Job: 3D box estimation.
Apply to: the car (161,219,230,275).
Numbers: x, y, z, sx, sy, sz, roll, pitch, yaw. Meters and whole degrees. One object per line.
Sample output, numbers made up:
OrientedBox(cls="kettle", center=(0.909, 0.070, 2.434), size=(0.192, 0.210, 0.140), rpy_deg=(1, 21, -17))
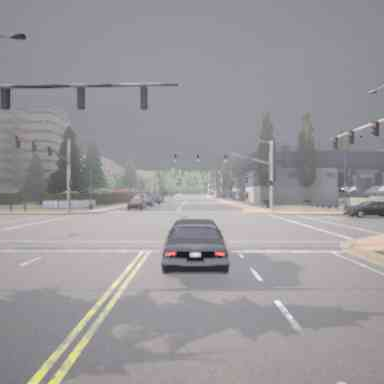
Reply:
OrientedBox(cls="car", center=(0.087, 1.557, 10.493), size=(2.033, 1.411, 5.357), rpy_deg=(0, 0, 0))

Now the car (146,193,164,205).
OrientedBox(cls="car", center=(-6.999, 1.281, 62.324), size=(2.150, 2.045, 5.566), rpy_deg=(0, 0, 0))

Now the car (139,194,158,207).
OrientedBox(cls="car", center=(-7.053, 1.527, 52.424), size=(1.882, 1.535, 5.008), rpy_deg=(0, 0, 0))

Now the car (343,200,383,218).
OrientedBox(cls="car", center=(16.191, 1.534, 29.941), size=(4.892, 1.490, 1.837), rpy_deg=(0, 0, -1))

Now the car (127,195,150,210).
OrientedBox(cls="car", center=(-7.069, 1.518, 42.848), size=(1.882, 1.535, 5.008), rpy_deg=(0, 0, 0))
